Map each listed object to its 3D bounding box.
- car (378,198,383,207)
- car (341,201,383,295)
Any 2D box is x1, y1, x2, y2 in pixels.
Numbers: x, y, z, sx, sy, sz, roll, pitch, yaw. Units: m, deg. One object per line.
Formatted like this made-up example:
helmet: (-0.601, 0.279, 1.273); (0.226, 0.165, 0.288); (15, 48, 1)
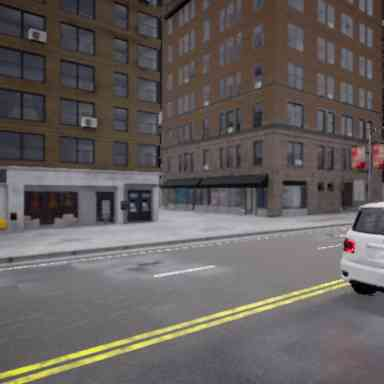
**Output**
car: (29.494, 1.532, 47.833); (1.947, 1.339, 4.313); (0, 0, -35)
car: (5.604, 1.211, 7.438); (5.566, 2.045, 2.150); (0, 0, -36)
